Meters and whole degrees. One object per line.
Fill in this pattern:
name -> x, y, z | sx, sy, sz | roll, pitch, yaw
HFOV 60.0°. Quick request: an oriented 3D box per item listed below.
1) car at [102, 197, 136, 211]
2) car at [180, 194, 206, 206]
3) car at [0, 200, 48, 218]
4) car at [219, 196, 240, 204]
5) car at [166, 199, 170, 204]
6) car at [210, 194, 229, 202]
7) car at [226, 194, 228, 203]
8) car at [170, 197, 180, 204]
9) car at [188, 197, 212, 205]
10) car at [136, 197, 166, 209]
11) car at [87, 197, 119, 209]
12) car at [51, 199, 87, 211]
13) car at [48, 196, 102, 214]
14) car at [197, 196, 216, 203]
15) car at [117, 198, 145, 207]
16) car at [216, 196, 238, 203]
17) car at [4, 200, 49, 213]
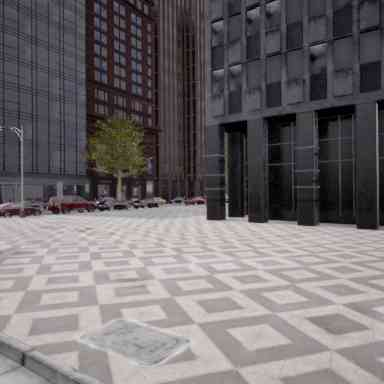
car -> -8.976, 1.526, 38.579 | 1.947, 1.339, 4.313 | -1, 0, 35
car -> 0.609, 1.464, 52.517 | 1.887, 1.381, 4.507 | -1, 0, 35
car -> -15.367, 1.577, 29.287 | 1.802, 1.307, 4.206 | -1, 0, 35
car -> 7.001, 1.465, 61.808 | 1.947, 1.339, 4.313 | -1, 0, 35
car -> -6.507, 1.546, 57.212 | 1.752, 1.417, 4.829 | -1, 0, 35
car -> 6.371, 1.298, 75.940 | 2.192, 1.841, 5.009 | -1, 0, 35
car -> 3.803, 1.224, 57.164 | 2.192, 1.841, 5.009 | -1, 0, 35
car -> -3.214, 1.576, 62.000 | 1.947, 1.339, 4.313 | -1, 0, 35
car -> 1.455, 1.541, 58.284 | 1.895, 1.301, 4.718 | -1, 0, 34
car -> -5.781, 1.510, 43.225 | 1.947, 1.339, 4.313 | -1, 0, 35
car -> -12.803, 1.486, 48.060 | 1.967, 1.590, 4.097 | -1, 0, 35
car -> -15.997, 1.643, 43.413 | 1.802, 1.307, 4.206 | -1, 0, 35
car -> -12.173, 1.291, 33.935 | 2.192, 1.841, 5.009 | -1, 0, 35
car -> 3.177, 1.537, 71.293 | 1.887, 1.381, 4.507 | -1, 0, 35
car -> -9.606, 1.615, 52.706 | 1.802, 1.307, 4.206 | -1, 0, 35
car -> 7.117, 1.471, 66.515 | 2.033, 1.411, 5.357 | -1, 0, 35
car -> -19.193, 1.644, 38.767 | 1.947, 1.339, 4.313 | -1, 0, 35
